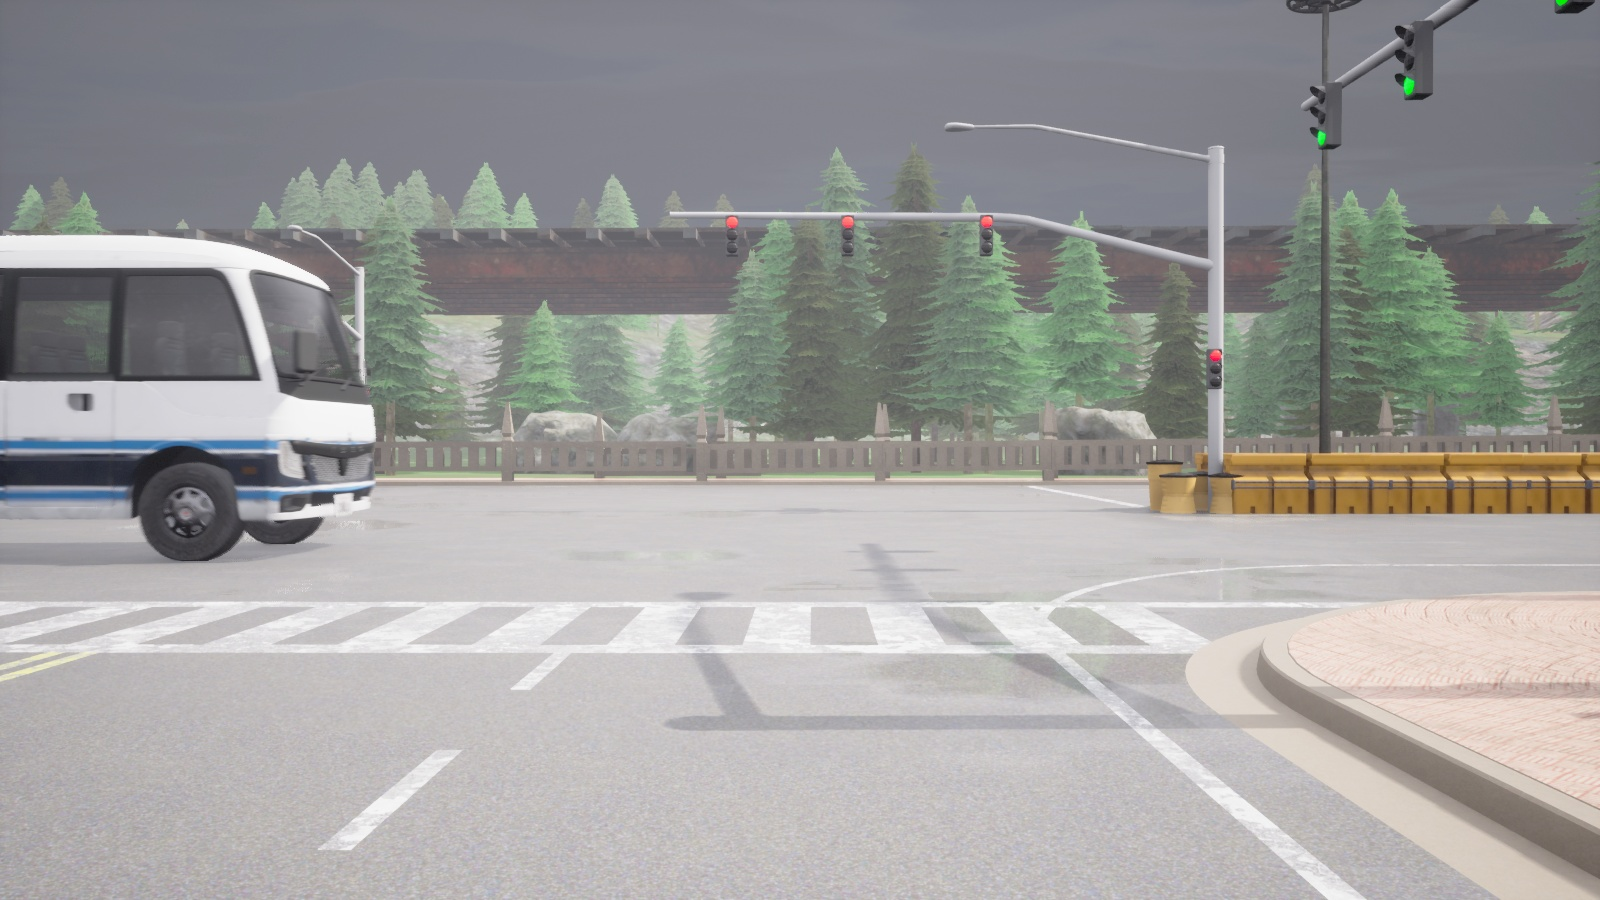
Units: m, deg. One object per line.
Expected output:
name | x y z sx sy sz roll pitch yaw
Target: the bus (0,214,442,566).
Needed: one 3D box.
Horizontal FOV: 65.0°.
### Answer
bus | -10.617 -0.736 17.204 10.273 4.253 3.944 0 0 1
